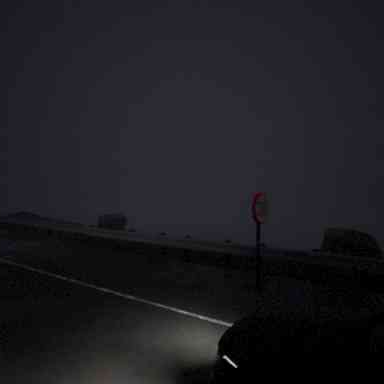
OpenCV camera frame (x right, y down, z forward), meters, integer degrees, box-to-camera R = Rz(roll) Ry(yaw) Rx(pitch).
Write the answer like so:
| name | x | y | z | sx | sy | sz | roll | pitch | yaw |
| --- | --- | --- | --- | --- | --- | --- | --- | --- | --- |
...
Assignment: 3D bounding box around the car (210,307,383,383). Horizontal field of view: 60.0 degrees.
| name | x | y | z | sx | sy | sz | roll | pitch | yaw |
| --- | --- | --- | --- | --- | --- | --- | --- | --- | --- |
| car | 2.348 | 1.533 | 2.374 | 4.674 | 1.442 | 1.812 | 0 | 0 | 36 |
